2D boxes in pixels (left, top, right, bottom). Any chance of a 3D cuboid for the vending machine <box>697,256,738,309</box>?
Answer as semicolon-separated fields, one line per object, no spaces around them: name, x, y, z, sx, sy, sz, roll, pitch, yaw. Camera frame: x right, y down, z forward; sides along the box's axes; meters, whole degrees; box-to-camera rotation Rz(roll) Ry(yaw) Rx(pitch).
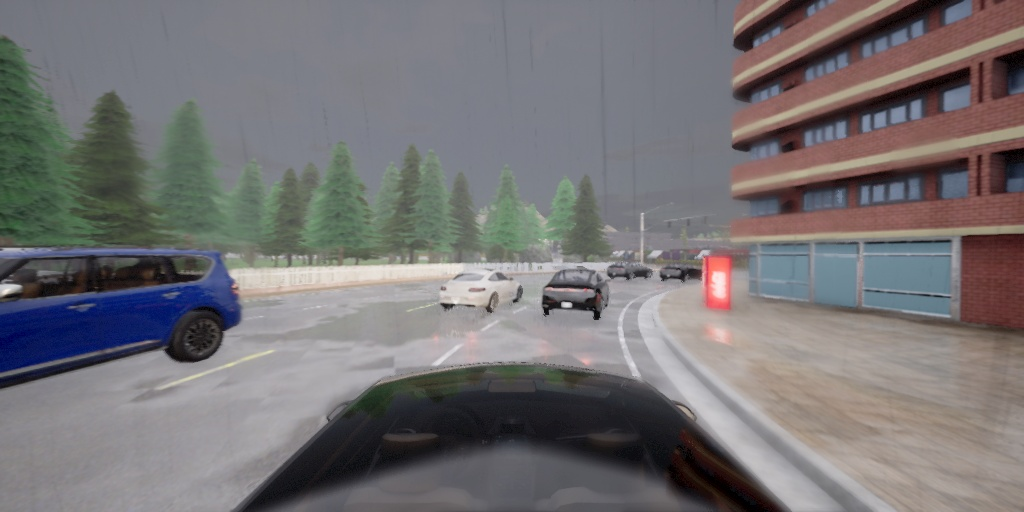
vending machine;7.577;0.977;13.274;1.100;2.100;0.880;0;0;25

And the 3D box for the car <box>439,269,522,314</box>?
car;-1.033;1.197;13.466;1.812;1.442;4.674;1;0;19

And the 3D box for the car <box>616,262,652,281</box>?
car;9.638;1.210;29.216;4.902;1.511;2.128;0;0;-43

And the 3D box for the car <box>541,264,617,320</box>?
car;2.384;1.210;12.721;2.128;1.511;4.902;1;0;19

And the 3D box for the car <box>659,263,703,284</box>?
car;13.290;1.265;27.740;4.902;1.511;2.128;0;0;-40

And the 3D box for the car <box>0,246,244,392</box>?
car;-6.778;0.867;5.032;2.150;2.045;5.566;0;0;7
